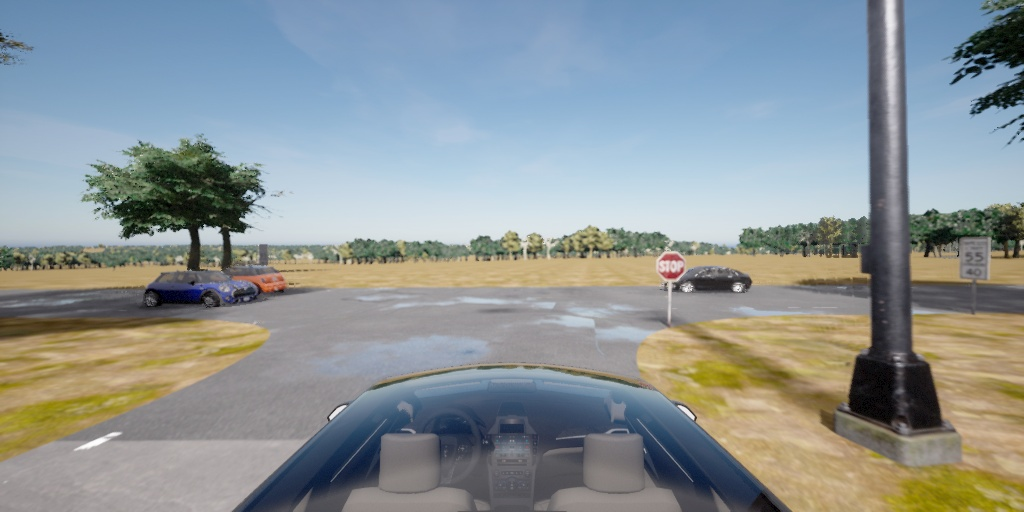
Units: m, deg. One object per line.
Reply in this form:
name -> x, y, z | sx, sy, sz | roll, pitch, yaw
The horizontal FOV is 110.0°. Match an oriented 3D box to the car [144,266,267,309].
car -> -14.923, 1.480, 17.363 | 4.553, 1.767, 2.097 | 0, 2, 6

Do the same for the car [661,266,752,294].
car -> 11.258, 1.337, 20.914 | 4.892, 1.490, 1.837 | 0, 3, -1

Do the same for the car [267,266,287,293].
car -> -15.870, 1.364, 21.001 | 4.553, 1.767, 2.097 | 0, 3, 6
